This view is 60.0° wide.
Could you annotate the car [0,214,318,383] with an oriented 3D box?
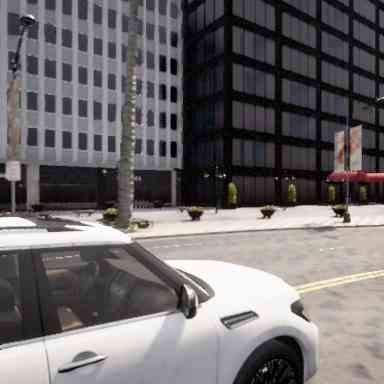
[{"bbox_3d":[-1.332,1.222,2.774,5.566,2.045,2.150,0,0,-35],"label":"car"}]
